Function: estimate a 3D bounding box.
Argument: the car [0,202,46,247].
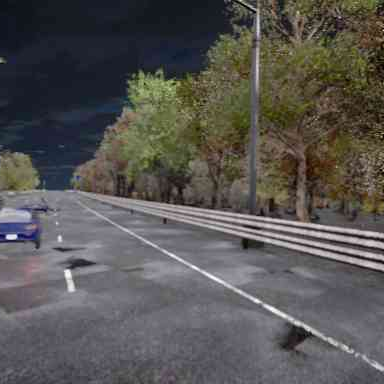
[{"bbox_3d":[-7.055,1.346,13.468,1.812,1.442,4.674,1,0,-23],"label":"car"}]

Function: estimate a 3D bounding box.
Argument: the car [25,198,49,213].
[{"bbox_3d":[-14.327,1.194,30.668,1.994,1.385,4.181,1,0,-23],"label":"car"}]

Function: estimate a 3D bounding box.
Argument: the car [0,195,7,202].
[{"bbox_3d":[-17.103,0.877,28.261,1.837,1.490,4.892,0,8,-23],"label":"car"}]
